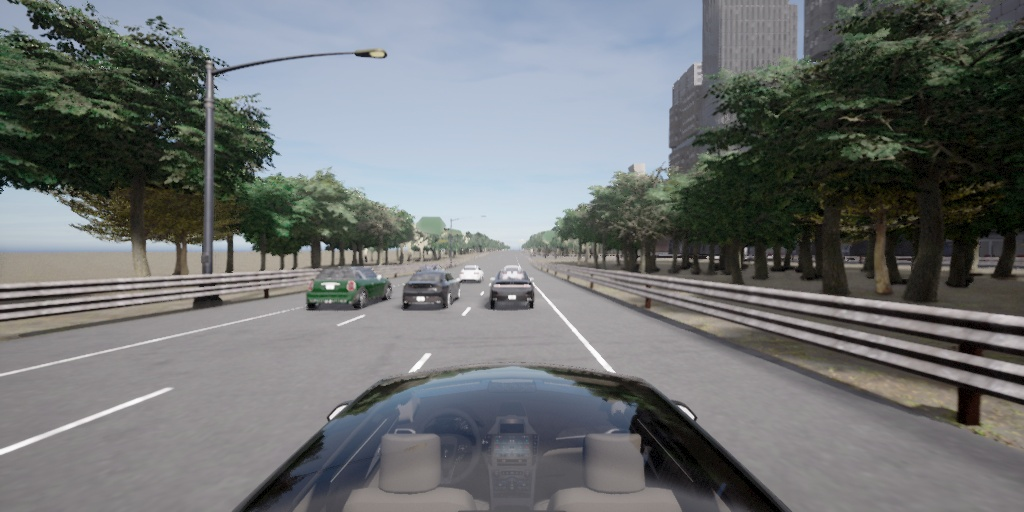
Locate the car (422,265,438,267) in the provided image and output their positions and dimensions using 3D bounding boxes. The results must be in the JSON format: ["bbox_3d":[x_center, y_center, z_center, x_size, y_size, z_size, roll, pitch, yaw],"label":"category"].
[{"bbox_3d":[-6.991,1.532,31.162,2.128,1.511,4.902,0,0,0],"label":"car"}]

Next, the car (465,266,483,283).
[{"bbox_3d":[-3.490,1.566,31.246,1.812,1.442,4.674,0,0,0],"label":"car"}]

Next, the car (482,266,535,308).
[{"bbox_3d":[0.007,1.392,16.151,2.128,1.511,4.902,0,0,0],"label":"car"}]

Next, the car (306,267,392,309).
[{"bbox_3d":[-6.995,1.247,15.921,2.097,1.767,4.553,0,-1,0],"label":"car"}]

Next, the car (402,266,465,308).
[{"bbox_3d":[-3.493,1.408,16.156,1.837,1.490,4.892,0,0,0],"label":"car"}]
